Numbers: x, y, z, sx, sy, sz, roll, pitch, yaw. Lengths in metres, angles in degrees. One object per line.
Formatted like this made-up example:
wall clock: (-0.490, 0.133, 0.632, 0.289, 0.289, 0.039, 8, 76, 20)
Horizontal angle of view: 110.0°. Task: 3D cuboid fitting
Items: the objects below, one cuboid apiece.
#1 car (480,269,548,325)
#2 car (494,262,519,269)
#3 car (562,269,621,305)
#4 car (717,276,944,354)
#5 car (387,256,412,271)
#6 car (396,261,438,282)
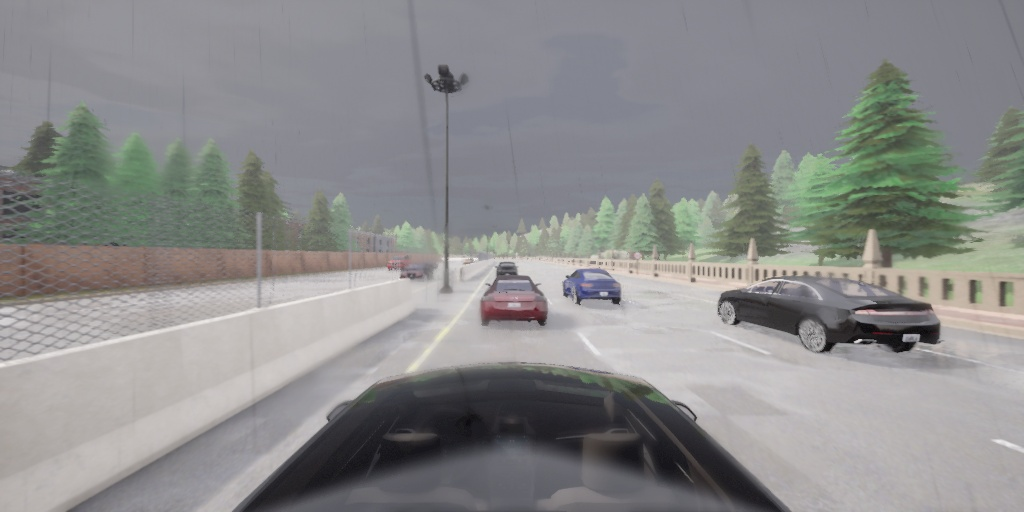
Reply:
car: (0.034, 1.314, 11.852, 1.994, 1.385, 4.181, 0, 0, -1)
car: (-0.462, 1.256, 31.409, 1.837, 1.490, 4.892, 0, 0, -1)
car: (3.440, 1.276, 15.990, 1.812, 1.442, 4.674, 0, 0, -1)
car: (7.073, 1.242, 8.790, 2.128, 1.511, 4.902, 0, 0, 0)
car: (-15.053, 0.973, 48.500, 2.150, 2.045, 5.566, 0, 0, -1)
car: (-7.601, 1.315, 28.983, 1.994, 1.385, 4.181, 0, 0, -2)
